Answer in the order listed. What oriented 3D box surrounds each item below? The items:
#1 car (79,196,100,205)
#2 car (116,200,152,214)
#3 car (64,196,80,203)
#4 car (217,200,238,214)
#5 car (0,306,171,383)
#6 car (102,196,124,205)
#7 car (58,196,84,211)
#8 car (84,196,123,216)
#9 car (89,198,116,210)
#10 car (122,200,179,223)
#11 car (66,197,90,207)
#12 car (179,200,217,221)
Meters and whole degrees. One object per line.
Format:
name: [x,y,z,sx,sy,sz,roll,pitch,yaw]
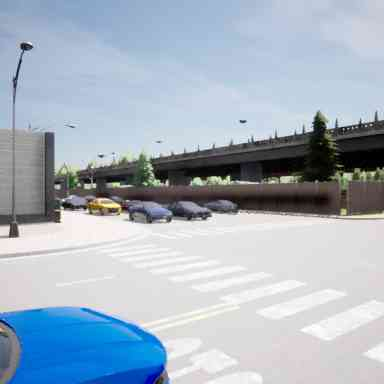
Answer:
car: [-17.845,1.422,57.813,1.882,1.535,5.008,0,0,-36]
car: [-6.199,1.545,35.169,1.895,1.301,4.718,0,0,-36]
car: [-23.772,1.469,65.932,1.812,1.442,4.674,0,0,-36]
car: [2.884,1.508,34.807,1.994,1.385,4.181,0,0,-35]
car: [-2.461,1.478,2.020,5.008,1.535,1.882,0,0,-36]
car: [-13.908,1.492,58.325,2.033,1.411,5.357,0,0,-36]
car: [-14.294,1.492,40.480,2.033,1.411,5.357,0,0,-35]
car: [-8.597,1.422,32.501,1.882,1.535,5.008,0,0,-36]
car: [-11.454,1.470,42.542,1.812,1.442,4.674,0,0,-36]
car: [-3.231,1.470,24.996,1.812,1.442,4.674,0,0,-36]
car: [-17.486,1.492,50.986,2.033,1.411,5.357,0,0,-35]
car: [-0.629,1.492,27.367,2.033,1.411,5.357,0,0,-36]
